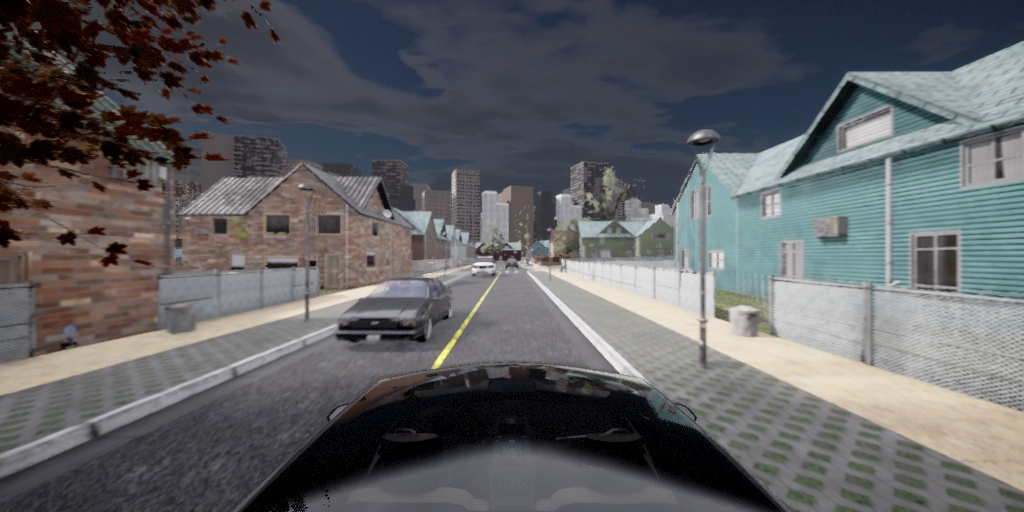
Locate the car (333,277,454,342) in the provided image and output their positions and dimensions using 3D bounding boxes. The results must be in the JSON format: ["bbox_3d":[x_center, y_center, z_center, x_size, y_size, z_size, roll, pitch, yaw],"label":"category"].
[{"bbox_3d":[-2.844,1.299,10.033,2.033,1.411,5.357,0,0,0],"label":"car"}]

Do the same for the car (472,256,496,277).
[{"bbox_3d":[-2.762,1.021,36.366,2.150,2.045,5.566,0,0,0],"label":"car"}]

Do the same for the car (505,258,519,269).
[{"bbox_3d":[-0.021,1.117,56.341,2.097,1.767,4.553,0,0,0],"label":"car"}]
